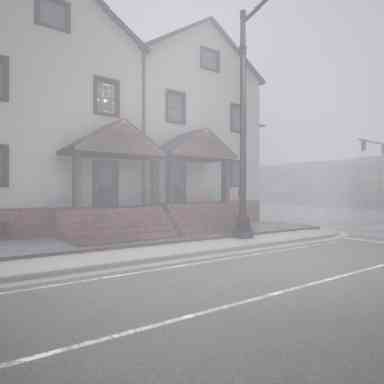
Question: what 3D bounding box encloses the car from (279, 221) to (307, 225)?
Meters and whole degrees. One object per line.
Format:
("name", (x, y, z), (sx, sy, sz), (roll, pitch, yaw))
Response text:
("car", (8.588, 3.480, 31.355), (2.128, 1.511, 4.902), (-1, -12, -36))
